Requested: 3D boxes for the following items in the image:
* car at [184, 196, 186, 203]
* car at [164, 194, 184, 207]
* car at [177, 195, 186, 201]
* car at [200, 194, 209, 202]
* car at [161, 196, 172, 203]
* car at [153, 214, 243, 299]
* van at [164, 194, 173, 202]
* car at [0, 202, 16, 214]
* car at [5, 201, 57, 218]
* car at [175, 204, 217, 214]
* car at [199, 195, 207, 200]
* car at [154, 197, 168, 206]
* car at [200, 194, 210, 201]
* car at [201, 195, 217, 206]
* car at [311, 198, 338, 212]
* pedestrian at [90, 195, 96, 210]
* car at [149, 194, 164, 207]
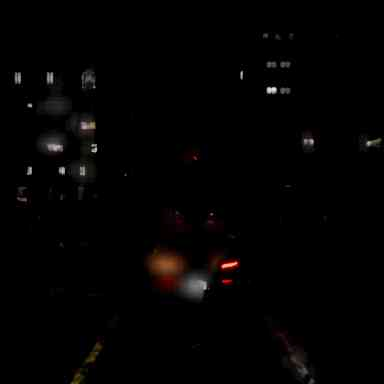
[{"bbox_3d":[-2.563,1.273,65.211,2.097,1.767,4.553,0,0,1],"label":"car"},{"bbox_3d":[-2.635,1.448,49.200,1.837,1.490,4.892,0,1,2],"label":"car"},{"bbox_3d":[-2.475,1.421,79.682,1.812,1.442,4.674,0,0,0],"label":"car"},{"bbox_3d":[2.833,1.343,77.088,1.967,1.590,4.097,0,0,0],"label":"car"},{"bbox_3d":[-5.086,1.466,66.011,1.887,1.381,4.507,0,0,0],"label":"car"},{"bbox_3d":[0.130,1.518,8.294,1.812,1.442,4.674,0,0,0],"label":"car"},{"bbox_3d":[-5.066,1.253,71.563,1.690,1.788,3.998,0,0,0],"label":"van"},{"bbox_3d":[-22.334,1.812,37.295,4.206,1.307,1.802,-1,1,1],"label":"car"},{"bbox_3d":[-15.524,1.620,31.817,5.008,1.535,1.882,-1,0,0],"label":"car"},{"bbox_3d":[0.152,1.548,17.054,1.994,1.385,4.181,0,0,0],"label":"car"},{"bbox_3d":[2.871,1.435,88.192,2.008,1.369,4.403,0,0,0],"label":"car"},{"bbox_3d":[-5.125,1.483,54.907,1.887,1.381,4.507,0,0,0],"label":"car"},{"bbox_3d":[2.775,1.512,60.432,1.802,1.307,4.206,0,0,0],"label":"car"},{"bbox_3d":[2.736,1.512,49.328,1.947,1.339,4.313,0,0,0],"label":"car"},{"bbox_3d":[15.222,1.311,34.416,5.357,1.411,2.033,-1,0,1],"label":"car"},{"bbox_3d":[-12.013,1.246,40.129,0.375,1.860,0.375,0,1,1],"label":"pedestrian"},{"bbox_3d":[-5.143,1.261,49.355,2.192,1.841,5.009,0,0,0],"label":"car"}]
